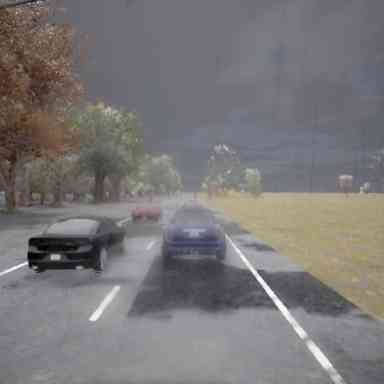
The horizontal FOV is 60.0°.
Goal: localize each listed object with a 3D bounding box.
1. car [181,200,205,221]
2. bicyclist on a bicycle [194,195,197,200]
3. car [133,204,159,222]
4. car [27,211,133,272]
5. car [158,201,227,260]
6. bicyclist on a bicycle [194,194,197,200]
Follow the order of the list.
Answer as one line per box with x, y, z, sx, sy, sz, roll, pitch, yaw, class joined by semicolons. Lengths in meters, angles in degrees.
0.087;1.519;28.126;1.837;1.490;4.892;0;0;0;car
0.964;1.412;81.640;0.659;1.776;1.843;0;0;0;bicyclist on a bicycle
-3.417;1.614;26.365;1.895;1.301;4.718;0;0;0;car
-3.422;1.482;10.847;1.882;1.535;5.008;0;0;0;car
0.085;1.359;12.635;2.097;1.767;4.553;0;0;0;car
0.962;1.488;90.643;0.866;1.612;1.509;0;0;0;bicyclist on a bicycle
